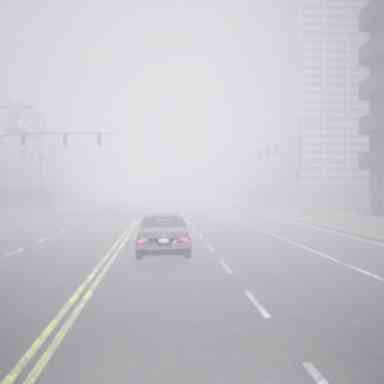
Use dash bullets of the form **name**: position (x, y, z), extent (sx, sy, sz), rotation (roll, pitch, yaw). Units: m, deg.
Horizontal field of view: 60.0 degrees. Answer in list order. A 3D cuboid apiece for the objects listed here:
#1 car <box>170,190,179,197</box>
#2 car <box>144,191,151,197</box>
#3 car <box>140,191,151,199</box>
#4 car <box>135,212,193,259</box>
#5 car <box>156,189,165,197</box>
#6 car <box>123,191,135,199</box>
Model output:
- **car**: position (-4.561, 0.377, 86.174), extent (2.097, 1.767, 4.553), rotation (0, 1, -5)
- **car**: position (-11.907, 0.553, 89.506), extent (1.812, 1.442, 4.674), rotation (0, 1, -5)
- **car**: position (-10.430, 0.715, 73.935), extent (1.837, 1.490, 4.892), rotation (0, 1, -5)
- **car**: position (-1.024, 1.414, 12.038), extent (2.033, 1.411, 5.357), rotation (0, 1, -5)
- **car**: position (-7.973, 0.283, 85.073), extent (2.150, 2.045, 5.566), rotation (0, 1, -5)
- **car**: position (-13.918, 0.599, 73.633), extent (2.097, 1.767, 4.553), rotation (0, 1, -5)
